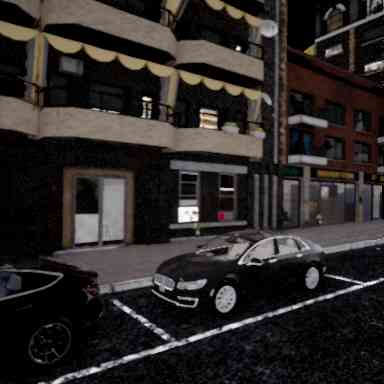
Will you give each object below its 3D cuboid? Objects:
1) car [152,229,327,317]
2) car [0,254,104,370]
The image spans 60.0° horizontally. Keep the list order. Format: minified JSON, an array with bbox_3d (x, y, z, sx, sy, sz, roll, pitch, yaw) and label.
[{"bbox_3d":[1.233,1.561,7.423,4.403,1.369,2.008,0,1,-35],"label":"car"},{"bbox_3d":[-3.302,1.566,4.190,4.313,1.339,1.947,0,1,-35],"label":"car"}]
